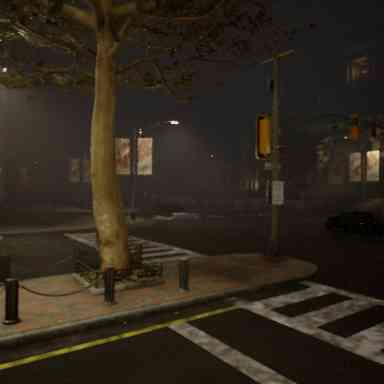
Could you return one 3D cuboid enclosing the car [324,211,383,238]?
[{"bbox_3d":[9.357,1.735,17.587,1.812,1.442,4.674,1,0,-35],"label":"car"}]

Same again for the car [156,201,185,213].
[{"bbox_3d":[-2.665,1.813,40.517,1.994,1.385,4.181,1,0,-35],"label":"car"}]

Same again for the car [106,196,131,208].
[{"bbox_3d":[-11.823,1.599,53.201,2.097,1.767,4.553,1,-1,-38],"label":"car"}]

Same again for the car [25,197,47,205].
[{"bbox_3d":[-30.103,1.666,64.059,4.674,1.442,1.812,0,0,23],"label":"car"}]

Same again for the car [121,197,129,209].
[{"bbox_3d":[-10.749,1.772,45.993,1.994,1.385,4.181,1,0,-36],"label":"car"}]

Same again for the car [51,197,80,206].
[{"bbox_3d":[-23.203,1.730,60.012,5.357,1.411,2.033,0,-1,35],"label":"car"}]

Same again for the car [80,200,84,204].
[{"bbox_3d":[-23.524,1.758,64.701,5.357,1.411,2.033,0,0,30],"label":"car"}]
